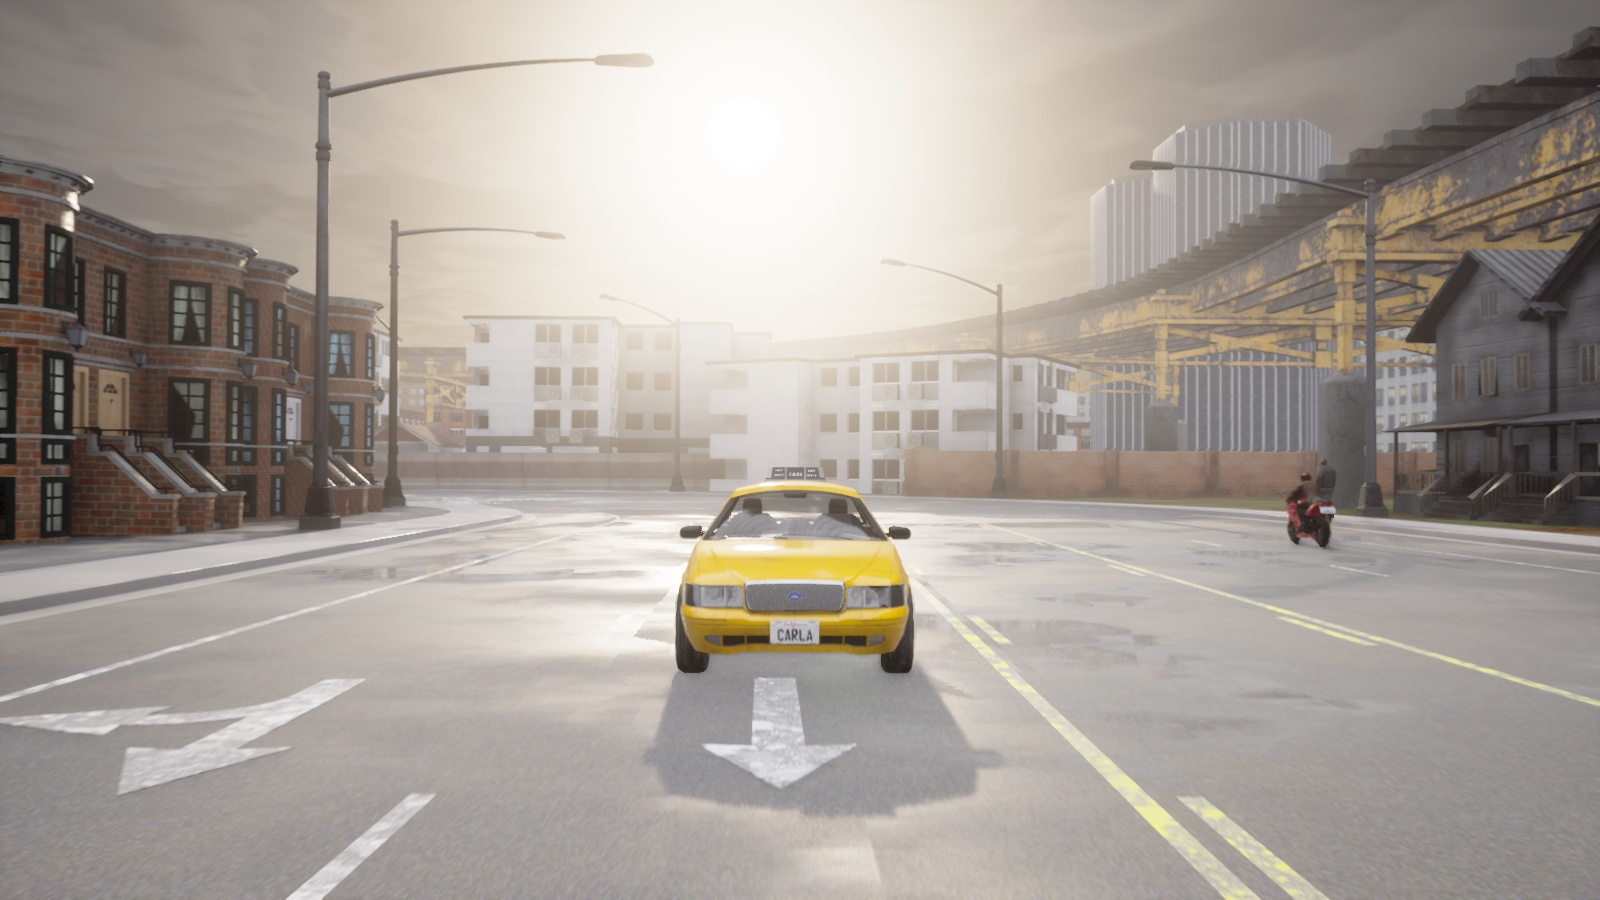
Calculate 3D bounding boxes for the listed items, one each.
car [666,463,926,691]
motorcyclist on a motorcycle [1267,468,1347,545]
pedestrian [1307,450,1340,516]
[{"bbox_3d":[-0.037,0.920,11.427,1.801,1.575,5.366,0,-1,0],"label":"car"},{"bbox_3d":[10.420,1.138,25.888,0.797,1.523,2.044,0,-1,0],"label":"motorcyclist on a motorcycle"},{"bbox_3d":[15.245,0.951,36.573,0.563,1.883,0.849,0,-1,-3],"label":"pedestrian"}]
